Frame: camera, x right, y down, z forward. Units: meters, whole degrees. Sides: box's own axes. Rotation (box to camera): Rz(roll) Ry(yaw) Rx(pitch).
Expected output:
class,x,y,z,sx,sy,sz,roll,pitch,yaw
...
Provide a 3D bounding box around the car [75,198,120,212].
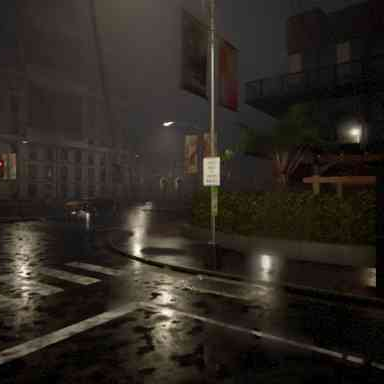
class,x,y,z,sx,sy,sz,roll,pitch,yaw
car,-10.581,1.505,38.361,1.837,1.490,4.892,0,0,36

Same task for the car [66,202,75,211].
class,x,y,z,sx,sy,sz,roll,pitch,yaw
car,-13.077,1.478,40.905,1.882,1.535,5.008,0,0,35
